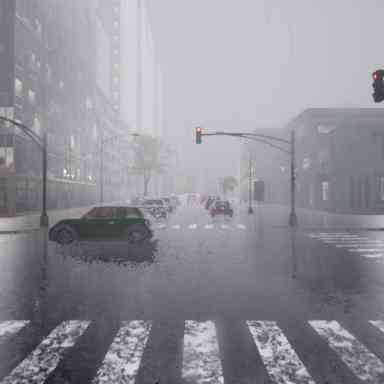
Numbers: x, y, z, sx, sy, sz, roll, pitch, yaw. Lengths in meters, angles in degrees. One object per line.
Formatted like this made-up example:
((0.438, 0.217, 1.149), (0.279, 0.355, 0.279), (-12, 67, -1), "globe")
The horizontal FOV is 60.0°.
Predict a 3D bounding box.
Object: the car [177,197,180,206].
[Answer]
((-3.131, 1.499, 46.926), (2.128, 1.511, 4.902), (0, 0, 0), "car")

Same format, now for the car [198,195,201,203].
((2.650, 1.324, 65.055), (2.192, 1.841, 5.009), (1, 0, 0), "car")

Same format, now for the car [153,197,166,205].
((-5.730, 1.590, 59.335), (1.802, 1.307, 4.206), (1, 0, 0), "car")

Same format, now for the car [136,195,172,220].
((-3.124, 1.357, 28.127), (2.097, 1.767, 4.553), (0, 0, 0), "car")

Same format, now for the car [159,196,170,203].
((-5.739, 1.575, 70.683), (1.947, 1.339, 4.313), (1, 0, 0), "car")

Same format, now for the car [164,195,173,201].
((-5.749, 1.561, 82.031), (2.008, 1.369, 4.403), (1, 0, 0), "car")

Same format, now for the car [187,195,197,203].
((0.039, 1.361, 69.588), (2.097, 1.767, 4.553), (0, 0, 0), "car")

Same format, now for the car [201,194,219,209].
((2.670, 1.322, 42.359), (2.192, 1.841, 5.009), (1, 0, 0), "car")

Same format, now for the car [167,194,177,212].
((-3.130, 1.358, 37.040), (2.097, 1.767, 4.553), (0, 0, 0), "car")

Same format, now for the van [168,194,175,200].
((-5.755, 1.352, 93.379), (1.690, 1.788, 3.998), (1, 0, 0), "van")

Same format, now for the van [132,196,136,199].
((-5.705, 1.347, 36.639), (1.690, 1.788, 3.998), (1, 0, 0), "van")

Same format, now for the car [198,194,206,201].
((2.627, 1.450, 87.751), (1.967, 1.590, 4.097), (1, 0, 0), "car")

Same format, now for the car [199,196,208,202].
((2.635, 1.575, 76.403), (1.947, 1.339, 4.313), (1, 0, 0), "car")

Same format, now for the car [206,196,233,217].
((2.678, 1.446, 31.011), (1.967, 1.590, 4.097), (1, 0, 0), "car")

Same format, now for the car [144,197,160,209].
((-5.718, 1.533, 47.817), (1.752, 1.417, 4.829), (1, 0, 0), "car")

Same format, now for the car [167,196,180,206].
((-3.111, 1.486, 57.031), (1.882, 1.535, 5.008), (0, 0, 1), "car")

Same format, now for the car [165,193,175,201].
((-5.750, 1.325, 87.705), (2.192, 1.841, 5.009), (1, 0, 0), "car")

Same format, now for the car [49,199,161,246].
((-3.892, 1.355, 14.818), (4.553, 1.767, 2.097), (0, 0, 1), "car")
